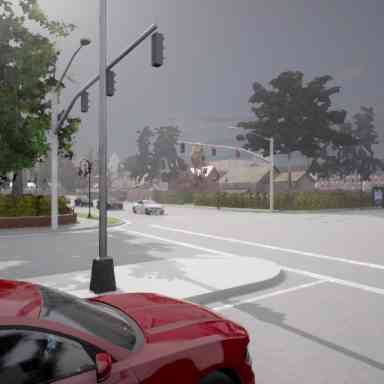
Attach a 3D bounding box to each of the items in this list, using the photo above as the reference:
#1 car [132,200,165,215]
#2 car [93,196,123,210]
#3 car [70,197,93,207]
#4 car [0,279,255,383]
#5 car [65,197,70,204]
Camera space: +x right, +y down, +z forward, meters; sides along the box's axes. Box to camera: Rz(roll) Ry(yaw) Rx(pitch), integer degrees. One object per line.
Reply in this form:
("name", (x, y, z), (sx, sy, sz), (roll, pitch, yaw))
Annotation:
("car", (-4.618, 1.526, 34.389), (1.812, 1.442, 4.674), (0, 0, -35))
("car", (-10.537, 1.352, 42.572), (2.097, 1.767, 4.553), (0, 0, -36))
("car", (-16.601, 1.505, 50.950), (1.837, 1.490, 4.892), (0, 0, -36))
("car", (-1.680, 1.478, 2.570), (5.008, 1.535, 1.882), (0, 0, -35))
("car", (-23.503, 1.564, 60.554), (1.994, 1.385, 4.181), (0, 0, -35))
